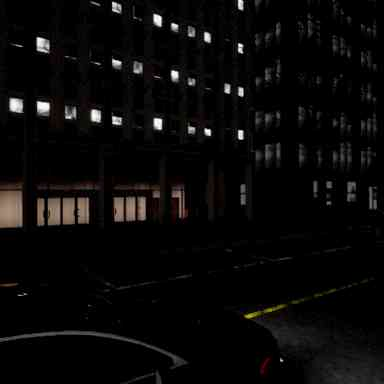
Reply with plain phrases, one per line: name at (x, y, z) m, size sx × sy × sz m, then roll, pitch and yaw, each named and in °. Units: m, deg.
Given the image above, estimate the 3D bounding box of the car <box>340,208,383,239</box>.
car at (9.370, 1.546, 17.110) m, size 4.403 × 1.369 × 2.008 m, roll 0°, pitch 0°, yaw -36°

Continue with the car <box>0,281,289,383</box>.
car at (-1.319, 1.506, 2.492) m, size 4.892 × 1.490 × 1.837 m, roll 0°, pitch 0°, yaw -35°
